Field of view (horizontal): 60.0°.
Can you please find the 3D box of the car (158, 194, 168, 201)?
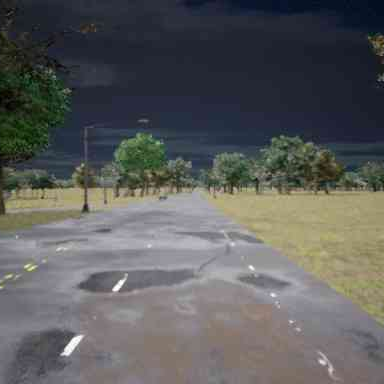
[{"bbox_3d":[-6.842,1.278,79.152,2.033,1.411,5.357,0,1,1],"label":"car"}]
